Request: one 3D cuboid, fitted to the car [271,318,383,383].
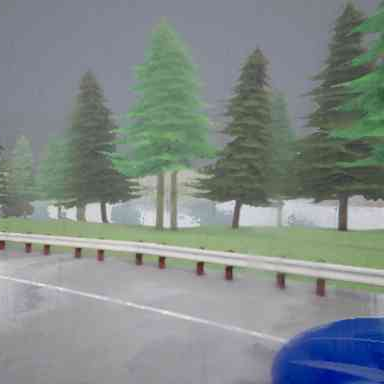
[{"bbox_3d":[2.868,1.462,1.695,5.008,1.535,1.882,-1,0,36],"label":"car"}]
